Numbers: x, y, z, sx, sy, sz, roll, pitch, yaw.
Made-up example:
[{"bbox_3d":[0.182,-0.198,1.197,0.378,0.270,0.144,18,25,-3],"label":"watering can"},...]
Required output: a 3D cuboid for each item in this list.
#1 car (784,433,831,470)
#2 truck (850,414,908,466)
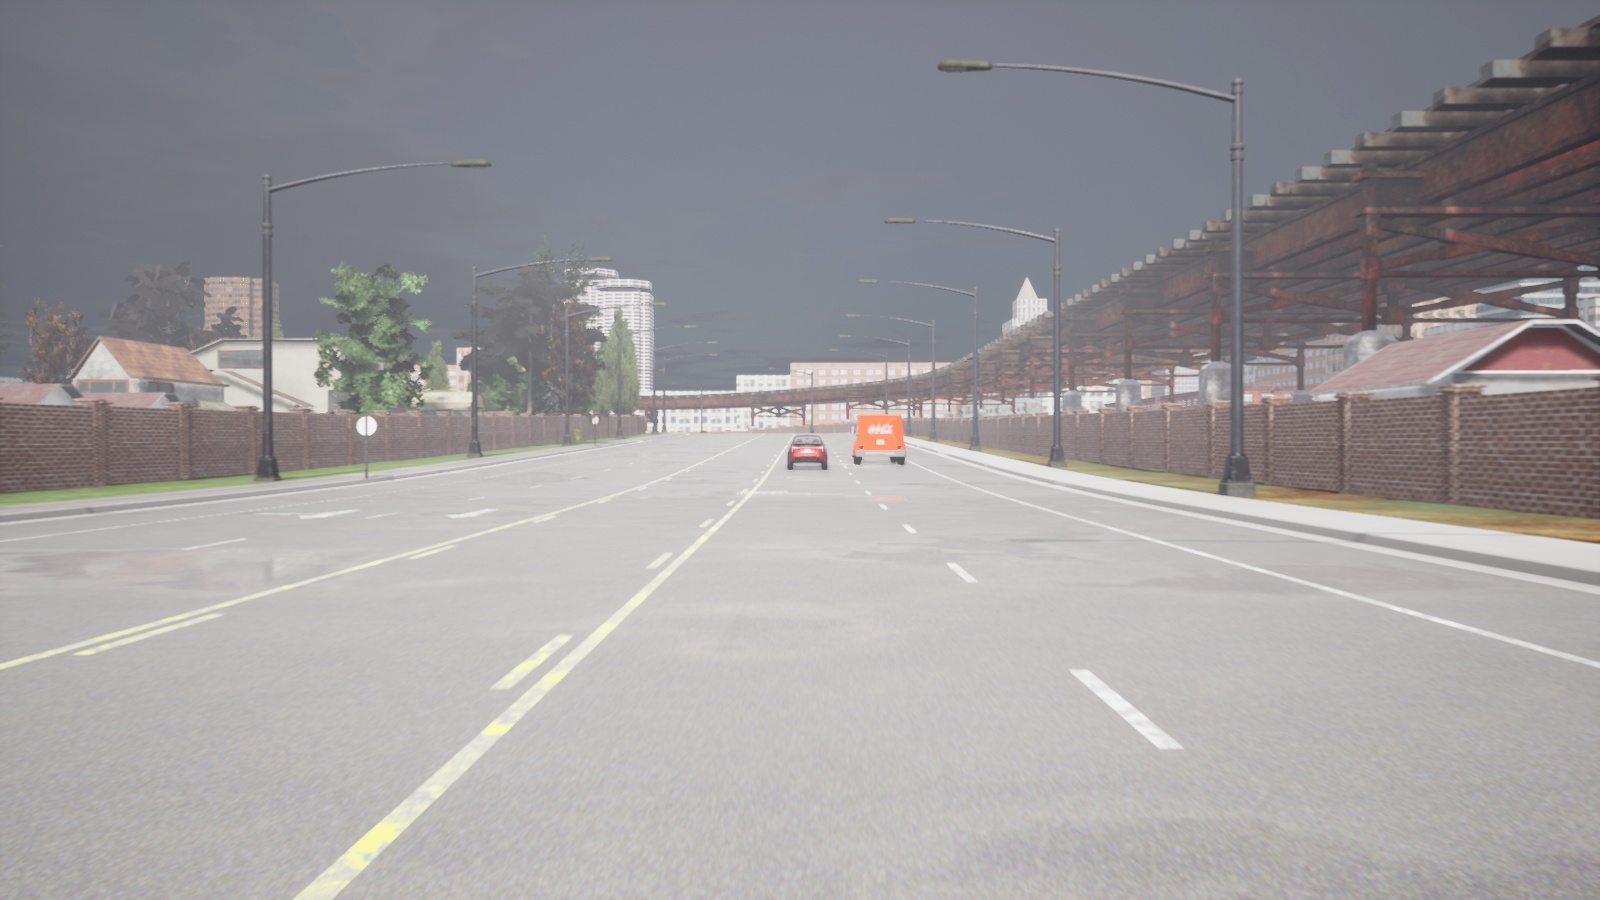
[{"bbox_3d":[0.339,0.027,56.908,2.007,1.525,4.514,0,2,0],"label":"car"},{"bbox_3d":[3.872,-0.558,62.503,2.627,2.467,5.204,0,2,0],"label":"truck"}]
